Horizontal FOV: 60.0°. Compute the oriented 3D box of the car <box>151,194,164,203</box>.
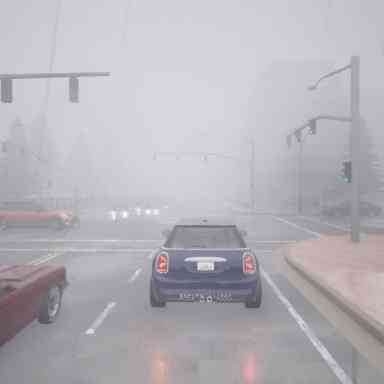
[{"bbox_3d":[-7.490,1.355,72.076,2.097,1.767,4.553,0,0,2],"label":"car"}]

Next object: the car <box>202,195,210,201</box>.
[{"bbox_3d":[3.404,1.475,82.324,1.882,1.535,5.008,0,0,2],"label":"car"}]

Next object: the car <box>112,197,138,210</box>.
[{"bbox_3d":[-8.705,1.601,42.530,1.895,1.301,4.718,0,0,2],"label":"car"}]

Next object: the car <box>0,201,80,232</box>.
[{"bbox_3d":[-9.040,1.352,19.616,4.553,1.767,2.097,0,0,2],"label":"car"}]

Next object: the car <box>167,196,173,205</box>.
[{"bbox_3d":[-4.715,1.478,55.156,1.882,1.535,5.008,0,0,2],"label":"car"}]

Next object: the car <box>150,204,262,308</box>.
[{"bbox_3d":[0.305,1.352,8.090,2.097,1.767,4.553,0,0,2],"label":"car"}]

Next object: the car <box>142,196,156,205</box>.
[{"bbox_3d":[-7.938,1.505,61.921,1.837,1.490,4.892,0,0,3],"label":"car"}]

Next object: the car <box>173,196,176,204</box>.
[{"bbox_3d":[-4.274,1.478,65.454,1.882,1.535,5.008,0,0,3],"label":"car"}]

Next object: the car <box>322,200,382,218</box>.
[{"bbox_3d":[14.115,1.505,29.515,4.892,1.490,1.837,0,0,4],"label":"car"}]

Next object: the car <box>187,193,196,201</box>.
[{"bbox_3d":[-0.092,1.223,82.486,2.150,2.045,5.566,0,0,2],"label":"car"}]

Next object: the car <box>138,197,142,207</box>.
[{"bbox_3d":[-8.347,1.491,51.835,2.128,1.511,4.902,0,0,2],"label":"car"}]

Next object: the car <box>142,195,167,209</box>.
[{"bbox_3d":[-5.078,1.491,45.797,2.128,1.511,4.902,0,0,2],"label":"car"}]

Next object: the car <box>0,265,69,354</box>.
[{"bbox_3d":[-3.307,1.601,4.216,1.895,1.301,4.718,0,0,2],"label":"car"}]

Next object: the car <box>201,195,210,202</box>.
[{"bbox_3d":[3.076,1.549,73.619,1.994,1.385,4.181,0,0,2],"label":"car"}]

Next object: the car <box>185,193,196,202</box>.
[{"bbox_3d":[-0.459,1.520,72.755,1.812,1.442,4.674,0,0,2],"label":"car"}]
